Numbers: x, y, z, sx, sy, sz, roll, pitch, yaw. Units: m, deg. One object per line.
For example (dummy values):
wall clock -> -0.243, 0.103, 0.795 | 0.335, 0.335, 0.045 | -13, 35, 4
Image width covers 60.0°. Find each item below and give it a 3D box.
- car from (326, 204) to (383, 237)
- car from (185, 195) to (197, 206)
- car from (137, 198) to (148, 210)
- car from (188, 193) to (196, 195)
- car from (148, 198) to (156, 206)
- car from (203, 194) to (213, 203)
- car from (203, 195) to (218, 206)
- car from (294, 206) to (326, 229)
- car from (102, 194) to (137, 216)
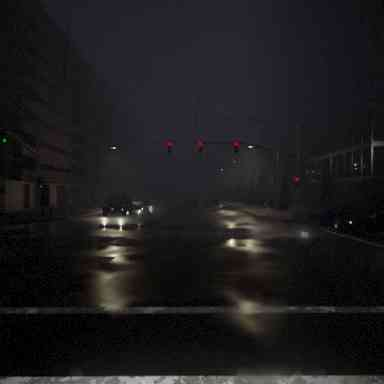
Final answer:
car -> 10.192, 1.565, 17.825 | 4.902, 1.511, 2.128 | 0, 0, 0
car -> -0.111, 1.621, 56.615 | 1.994, 1.385, 4.181 | 0, 0, 1
car -> -7.434, 1.570, 44.212 | 1.812, 1.442, 4.674 | 0, 0, 1
car -> -0.016, 1.301, 74.758 | 2.150, 2.045, 5.566 | 0, 0, 1
car -> -7.301, 1.657, 55.938 | 1.895, 1.301, 4.718 | 0, 0, 1
car -> 3.484, 1.431, 74.723 | 2.097, 1.767, 4.553 | 0, 0, 1
car -> 3.382, 1.548, 55.928 | 2.128, 1.511, 4.902 | 0, 0, 1
car -> 9.159, 1.549, 21.327 | 5.008, 1.535, 1.882 | 0, 0, 0
car -> -7.456, 1.256, 33.843 | 2.150, 2.045, 5.566 | 0, 0, 0
